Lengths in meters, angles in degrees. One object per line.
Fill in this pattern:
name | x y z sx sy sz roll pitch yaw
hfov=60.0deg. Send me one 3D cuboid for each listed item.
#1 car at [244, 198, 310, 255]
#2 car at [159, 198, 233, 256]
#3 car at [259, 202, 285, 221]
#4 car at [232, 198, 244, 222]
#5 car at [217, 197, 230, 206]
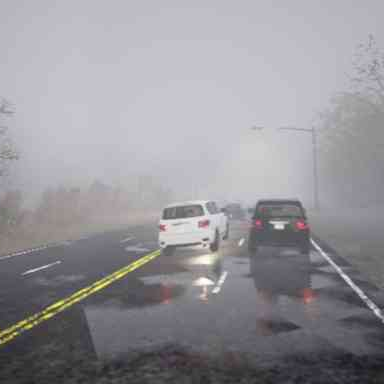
car | 3.507 1.259 13.754 2.150 2.045 5.566 -1 0 13
car | 0.231 1.391 14.494 2.150 2.045 5.566 -7 -2 13
car | 6.890 1.651 28.674 1.994 1.385 4.181 -1 0 13
car | 3.702 1.728 29.514 1.882 1.535 5.008 -5 0 13
car | 6.662 2.002 70.922 2.097 1.767 4.553 -2 -1 13
